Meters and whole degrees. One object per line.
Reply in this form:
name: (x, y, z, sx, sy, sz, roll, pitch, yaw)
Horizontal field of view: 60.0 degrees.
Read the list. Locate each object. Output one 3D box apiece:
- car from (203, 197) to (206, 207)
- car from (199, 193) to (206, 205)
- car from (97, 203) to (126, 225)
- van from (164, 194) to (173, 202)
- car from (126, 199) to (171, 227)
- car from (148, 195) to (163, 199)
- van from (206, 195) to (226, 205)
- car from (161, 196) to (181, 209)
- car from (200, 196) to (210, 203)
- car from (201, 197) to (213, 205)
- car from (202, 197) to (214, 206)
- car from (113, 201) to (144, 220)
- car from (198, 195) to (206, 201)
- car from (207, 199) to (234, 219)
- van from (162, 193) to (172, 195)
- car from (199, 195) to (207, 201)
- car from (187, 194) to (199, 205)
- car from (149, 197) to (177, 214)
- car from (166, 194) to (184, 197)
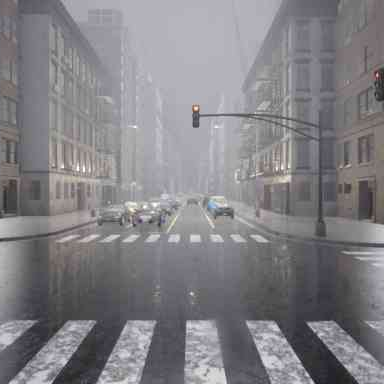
car: (2.639, 1.578, 39.707, 1.802, 1.307, 4.206, 0, 0, 0)
car: (2.641, 1.311, 50.519, 2.192, 1.841, 5.009, 0, 0, 0)
car: (-5.392, 1.549, 23.486, 2.008, 1.369, 4.403, 0, 0, 0)
van: (-5.446, 1.336, 77.548, 1.690, 1.788, 3.998, 0, 0, 0)
car: (-2.851, 1.489, 22.855, 2.128, 1.511, 4.902, 0, 0, 0)
car: (-5.414, 1.436, 45.111, 1.967, 1.590, 4.097, 0, 0, 0)
van: (2.638, 1.338, 34.300, 1.690, 1.788, 3.998, 0, 0, 0)
car: (-2.838, 1.560, 42.752, 1.994, 1.385, 4.181, 0, 0, 1)
car: (2.644, 1.521, 66.907, 1.752, 1.417, 4.829, 0, 0, 0)
car: (2.643, 1.546, 61.332, 2.008, 1.369, 4.403, 0, 0, 0)
car: (2.642, 1.562, 55.925, 1.947, 1.339, 4.313, 0, 0, 0)
car: (-5.398, 1.523, 28.723, 1.752, 1.417, 4.829, 0, 0, 0)
car: (2.648, 1.560, 88.363, 1.947, 1.339, 4.313, 0, 0, 0)
car: (2.637, 1.548, 28.894, 2.008, 1.369, 4.403, 0, 0, 0)
van: (-5.435, 1.336, 66.736, 1.690, 1.788, 3.998, 0, 0, 0)
car: (2.647, 1.539, 82.957, 1.887, 1.381, 4.507, 0, 0, 0)
car: (0.094, 1.501, 57.056, 1.837, 1.490, 4.892, 0, 0, 0)
car: (-2.848, 1.544, 32.738, 2.033, 1.411, 5.357, 0, 0, 0)
car: (-2.801, 1.473, 53.006, 1.882, 1.535, 5.008, 0, 0, 1)
